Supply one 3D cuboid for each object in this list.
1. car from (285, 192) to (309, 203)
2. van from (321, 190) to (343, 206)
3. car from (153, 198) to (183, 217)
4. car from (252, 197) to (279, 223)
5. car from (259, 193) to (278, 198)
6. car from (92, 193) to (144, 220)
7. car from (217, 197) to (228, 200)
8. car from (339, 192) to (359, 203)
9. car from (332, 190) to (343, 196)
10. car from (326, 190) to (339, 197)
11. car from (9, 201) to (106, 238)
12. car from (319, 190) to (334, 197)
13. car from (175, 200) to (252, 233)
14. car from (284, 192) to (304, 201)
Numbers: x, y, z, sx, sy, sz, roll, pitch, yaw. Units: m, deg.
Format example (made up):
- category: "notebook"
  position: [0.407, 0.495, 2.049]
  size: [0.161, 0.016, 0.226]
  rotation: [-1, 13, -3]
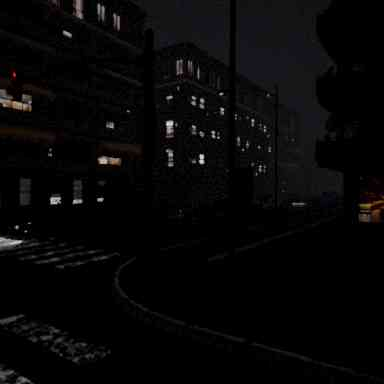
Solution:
- category: "car"
  position: [15.677, 0.819, 48.528]
  size: [1.994, 1.385, 4.181]
  rotation: [1, 1, 35]
- category: "van"
  position: [17.261, 0.718, 40.836]
  size: [1.690, 1.788, 3.998]
  rotation: [2, 2, 35]
- category: "car"
  position: [-2.363, 1.175, 27.424]
  size: [1.887, 1.381, 4.507]
  rotation: [2, 2, 35]
- category: "car"
  position: [4.480, 1.280, 22.587]
  size: [1.802, 1.307, 4.206]
  rotation: [2, 2, 35]
- category: "car"
  position: [10.416, 0.874, 45.678]
  size: [1.947, 1.339, 4.313]
  rotation: [2, 2, 35]
- category: "car"
  position: [-5.555, 1.026, 22.854]
  size: [2.192, 1.841, 5.009]
  rotation: [2, 2, 35]
- category: "car"
  position: [3.310, 1.125, 31.026]
  size: [1.994, 1.385, 4.181]
  rotation: [1, 1, 35]
- category: "car"
  position: [23.647, 0.761, 49.966]
  size: [1.887, 1.381, 4.507]
  rotation: [2, 2, 35]
- category: "car"
  position: [35.972, 0.250, 82.186]
  size: [1.802, 1.307, 4.206]
  rotation: [2, 2, 35]
- category: "car"
  position: [32.778, 0.330, 77.622]
  size: [1.802, 1.307, 4.206]
  rotation: [2, 2, 35]
- category: "car"
  position: [-6.761, 1.380, 16.641]
  size: [1.994, 1.385, 4.181]
  rotation: [1, 1, 35]
- category: "car"
  position: [29.583, 0.372, 73.058]
  size: [1.887, 1.381, 4.507]
  rotation: [2, 2, 35]
- category: "car"
  position: [1.285, 1.345, 18.023]
  size: [1.947, 1.339, 4.313]
  rotation: [2, 2, 35]
- category: "car"
  position: [16.804, 0.714, 54.805]
  size: [1.947, 1.339, 4.313]
  rotation: [2, 2, 35]
